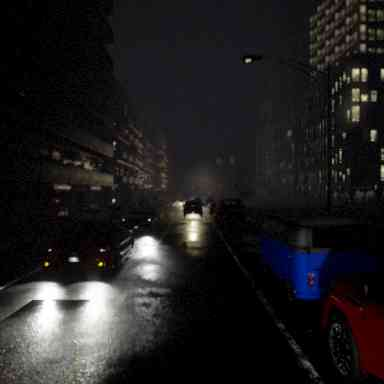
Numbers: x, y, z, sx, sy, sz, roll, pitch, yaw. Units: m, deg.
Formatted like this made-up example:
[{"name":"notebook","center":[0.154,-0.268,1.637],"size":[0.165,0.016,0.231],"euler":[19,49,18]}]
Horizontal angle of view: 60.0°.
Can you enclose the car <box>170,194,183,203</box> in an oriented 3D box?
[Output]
[{"name":"car","center":[-3.006,1.356,72.589],"size":[2.150,2.045,5.566],"euler":[0,0,0]}]

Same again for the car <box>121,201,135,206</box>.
[{"name":"car","center":[-5.696,1.595,24.432],"size":[1.887,1.381,4.507],"euler":[0,0,0]}]

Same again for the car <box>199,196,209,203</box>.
[{"name":"car","center":[2.680,1.637,74.172],"size":[1.967,1.590,4.097],"euler":[0,0,0]}]

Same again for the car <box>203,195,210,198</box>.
[{"name":"car","center":[2.683,1.650,52.236],"size":[1.752,1.417,4.829],"euler":[0,0,0]}]

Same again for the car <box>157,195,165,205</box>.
[{"name":"car","center":[-5.698,1.648,51.896],"size":[1.752,1.417,4.829],"euler":[0,0,0]}]

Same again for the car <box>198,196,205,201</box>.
[{"name":"car","center":[2.680,1.841,90.752],"size":[1.802,1.307,4.206],"euler":[0,0,0]}]

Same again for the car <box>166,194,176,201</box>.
[{"name":"car","center":[-5.702,1.574,90.753],"size":[2.192,1.841,5.009],"euler":[0,0,0]}]

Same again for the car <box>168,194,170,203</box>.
[{"name":"car","center":[-5.699,1.742,74.172],"size":[1.887,1.381,4.507],"euler":[0,0,0]}]

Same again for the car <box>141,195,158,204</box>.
[{"name":"car","center":[-5.698,1.533,41.013],"size":[1.967,1.590,4.097],"euler":[0,0,0]}]

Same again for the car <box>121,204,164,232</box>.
[{"name":"car","center":[-3.080,1.642,20.709],"size":[1.895,1.301,4.718],"euler":[0,0,0]}]

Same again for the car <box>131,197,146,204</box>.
[{"name":"car","center":[-5.697,1.504,29.960],"size":[1.967,1.590,4.097],"euler":[0,0,0]}]

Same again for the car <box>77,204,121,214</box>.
[{"name":"car","center":[-5.696,1.588,18.906],"size":[2.008,1.369,4.403],"euler":[0,0,0]}]

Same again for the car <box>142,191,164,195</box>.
[{"name":"car","center":[-8.744,0.858,73.058],"size":[2.150,2.045,5.566],"euler":[3,21,46]}]

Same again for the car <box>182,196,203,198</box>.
[{"name":"car","center":[0.031,1.595,44.618],"size":[2.128,1.511,4.902],"euler":[0,0,1]}]

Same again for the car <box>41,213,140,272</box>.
[{"name":"car","center":[-3.096,1.583,10.697],"size":[1.994,1.385,4.181],"euler":[0,0,0]}]

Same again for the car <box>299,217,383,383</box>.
[{"name":"car","center":[2.685,1.319,2.327],"size":[2.192,1.841,5.009],"euler":[0,0,0]}]

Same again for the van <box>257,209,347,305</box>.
[{"name":"van","center":[2.684,1.355,7.853],"size":[1.690,1.788,3.998],"euler":[0,0,0]}]

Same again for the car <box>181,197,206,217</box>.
[{"name":"car","center":[0.099,1.576,31.929],"size":[1.837,1.490,4.892],"euler":[0,0,0]}]

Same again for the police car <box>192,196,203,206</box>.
[{"name":"police car","center":[0.897,1.576,60.700],"size":[1.930,1.638,5.238],"euler":[0,0,0]}]

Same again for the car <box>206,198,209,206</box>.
[{"name":"car","center":[2.683,1.623,35.486],"size":[1.887,1.381,4.507],"euler":[0,0,0]}]

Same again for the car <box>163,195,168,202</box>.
[{"name":"car","center":[-5.698,1.685,57.592],"size":[1.887,1.381,4.507],"euler":[0,0,0]}]

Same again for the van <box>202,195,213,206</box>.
[{"name":"van","center":[2.681,1.482,57.592],"size":[1.690,1.788,3.998],"euler":[0,0,0]}]

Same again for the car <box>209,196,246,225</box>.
[{"name":"car","center":[2.683,1.366,24.433],"size":[2.192,1.841,5.009],"euler":[0,0,0]}]

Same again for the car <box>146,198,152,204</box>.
[{"name":"car","center":[-5.697,1.660,35.486],"size":[1.802,1.307,4.206],"euler":[0,0,0]}]

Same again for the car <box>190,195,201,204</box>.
[{"name":"car","center":[0.757,1.537,70.604],"size":[2.097,1.767,4.553],"euler":[0,0,3]}]

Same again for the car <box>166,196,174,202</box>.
[{"name":"car","center":[-5.700,1.763,85.056],"size":[1.752,1.417,4.829],"euler":[0,0,0]}]
